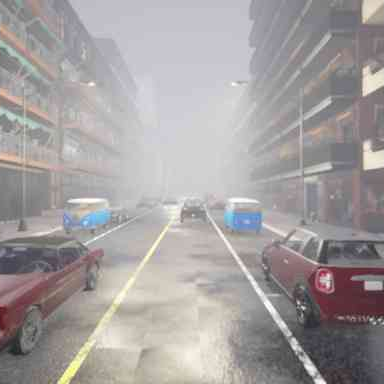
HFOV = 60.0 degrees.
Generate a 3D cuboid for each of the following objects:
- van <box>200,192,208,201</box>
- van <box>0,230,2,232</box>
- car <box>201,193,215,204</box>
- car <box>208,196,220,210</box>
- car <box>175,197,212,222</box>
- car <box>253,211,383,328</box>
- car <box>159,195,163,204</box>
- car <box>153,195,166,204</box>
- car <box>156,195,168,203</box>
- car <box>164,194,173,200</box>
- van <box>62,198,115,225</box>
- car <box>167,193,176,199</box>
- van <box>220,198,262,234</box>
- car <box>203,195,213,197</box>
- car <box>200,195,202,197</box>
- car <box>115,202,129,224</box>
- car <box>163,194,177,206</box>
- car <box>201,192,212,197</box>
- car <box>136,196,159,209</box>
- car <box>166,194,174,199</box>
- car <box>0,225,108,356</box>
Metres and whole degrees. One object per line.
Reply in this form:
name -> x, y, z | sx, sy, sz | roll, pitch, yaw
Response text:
van -> 2.694, 1.009, 75.106 | 1.690, 1.788, 3.998 | 1, 0, 0
van -> -5.673, 1.309, 6.828 | 1.690, 1.788, 3.998 | 1, 0, 0
car -> 2.698, 1.055, 58.052 | 2.192, 1.841, 5.009 | 1, 0, 0
car -> 2.697, 1.420, 35.315 | 1.802, 1.307, 4.206 | 1, 0, 0
car -> 0.096, 1.376, 25.086 | 2.128, 1.511, 4.902 | 0, 0, 0
car -> 2.705, 1.407, 6.891 | 1.967, 1.590, 4.097 | 1, 0, 0
car -> -5.652, 1.355, 46.622 | 1.947, 1.339, 4.313 | 1, 0, 0
car -> -5.654, 1.285, 57.991 | 1.887, 1.381, 4.507 | 1, 0, 0
car -> -5.654, 1.242, 63.505 | 1.752, 1.417, 4.829 | 1, 0, 0
car -> -5.657, 1.211, 80.730 | 1.947, 1.339, 4.313 | 1, 0, 0
van -> -5.681, 1.256, 18.199 | 1.690, 1.788, 3.998 | 1, 0, 0
car -> -5.657, 1.040, 92.100 | 1.967, 1.590, 4.097 | 1, 0, 0
van -> 2.704, 1.256, 18.260 | 1.690, 1.788, 3.998 | 1, 0, 0
car -> 2.696, 1.379, 41.000 | 1.947, 1.339, 4.313 | 1, 0, 0
car -> 0.092, 1.393, 45.869 | 1.895, 1.301, 4.718 | 0, 0, 0
car -> -5.670, 1.440, 23.884 | 2.008, 1.369, 4.403 | 1, 0, 0
car -> -3.084, 1.345, 48.341 | 1.994, 1.385, 4.181 | 0, 0, 0
car -> 2.696, 1.204, 52.368 | 1.967, 1.590, 4.097 | 1, 0, 0
car -> -5.648, 1.254, 40.937 | 1.967, 1.590, 4.097 | 1, 0, 0
car -> -5.658, 1.149, 86.244 | 1.752, 1.417, 4.829 | 1, 0, 0
car -> -3.101, 1.572, 6.111 | 1.895, 1.301, 4.718 | 0, 0, 0
